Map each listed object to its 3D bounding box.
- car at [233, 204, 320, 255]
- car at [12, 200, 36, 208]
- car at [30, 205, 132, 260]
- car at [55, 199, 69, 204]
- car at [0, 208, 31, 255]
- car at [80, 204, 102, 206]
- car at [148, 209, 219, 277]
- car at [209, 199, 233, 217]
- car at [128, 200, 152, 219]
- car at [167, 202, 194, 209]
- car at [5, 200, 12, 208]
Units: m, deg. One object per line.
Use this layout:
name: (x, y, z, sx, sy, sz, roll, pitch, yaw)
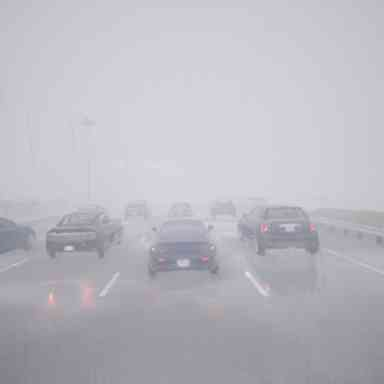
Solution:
car: (3.130, 1.227, 12.947, 2.097, 1.767, 4.553, -1, 0, -2)
car: (-22.828, 1.737, 46.724, 1.812, 1.442, 4.674, -1, 0, -2)
car: (-3.860, 1.503, 12.638, 2.128, 1.511, 4.902, -1, 0, -2)
car: (-19.382, 1.705, 48.269, 1.994, 1.385, 4.181, -1, 0, -2)
car: (-7.330, 1.560, 11.681, 1.882, 1.535, 5.008, -1, 0, -2)
car: (-7.893, 1.621, 26.307, 1.895, 1.301, 4.718, -1, 0, -2)
car: (-0.277, 1.481, 10.098, 1.812, 1.442, 4.674, -1, 0, -2)
car: (2.546, 1.304, 28.176, 2.128, 1.511, 4.902, -1, 0, -2)
car: (-4.448, 1.439, 27.912, 2.128, 1.511, 4.902, -1, 0, -2)
car: (-0.831, 1.443, 24.288, 2.033, 1.411, 5.357, -1, 0, -2)
car: (-26.321, 1.826, 46.570, 2.033, 1.411, 5.357, -1, 0, -2)
